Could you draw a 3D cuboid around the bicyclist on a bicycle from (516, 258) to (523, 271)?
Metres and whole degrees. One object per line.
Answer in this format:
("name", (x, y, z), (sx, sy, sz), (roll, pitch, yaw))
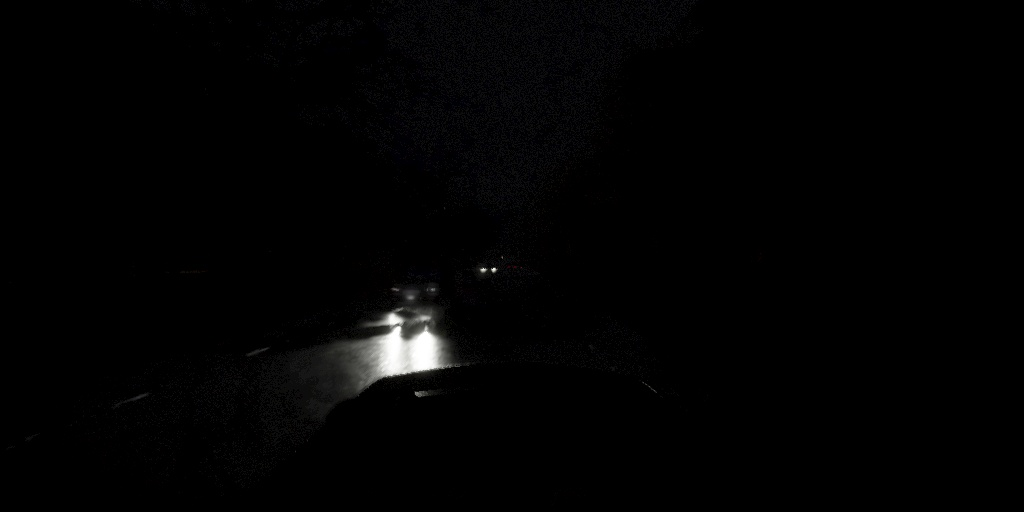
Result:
("bicyclist on a bicycle", (0.958, 1.119, 46.396), (0.866, 1.612, 1.509), (0, 0, 0))

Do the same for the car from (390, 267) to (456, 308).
("car", (-3.592, 1.215, 15.165), (2.128, 1.511, 4.902), (0, 0, 0))

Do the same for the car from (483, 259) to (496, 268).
("car", (-3.544, 1.152, 56.730), (1.882, 1.535, 5.008), (0, 0, 1))

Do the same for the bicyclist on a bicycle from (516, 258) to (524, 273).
("bicyclist on a bicycle", (0.954, 1.064, 37.514), (0.659, 1.776, 1.843), (0, 0, 0))
